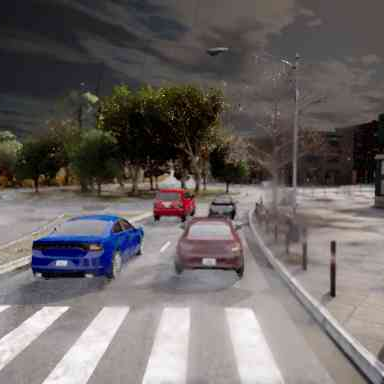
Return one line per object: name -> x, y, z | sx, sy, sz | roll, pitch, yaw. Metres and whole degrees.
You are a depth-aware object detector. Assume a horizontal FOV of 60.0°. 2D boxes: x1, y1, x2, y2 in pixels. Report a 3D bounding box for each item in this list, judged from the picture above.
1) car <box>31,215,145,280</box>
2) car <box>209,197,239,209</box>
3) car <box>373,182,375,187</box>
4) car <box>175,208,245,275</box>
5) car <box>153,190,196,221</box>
car -> -2.718, 1.411, 9.823 | 1.882, 1.535, 5.008 | 0, 0, 4
car -> 2.369, 1.081, 24.688 | 2.128, 1.511, 4.902 | 1, 2, 10
car -> 39.230, -1.936, 67.944 | 2.185, 1.767, 4.553 | -1, 4, -11
car -> 0.562, 1.469, 10.221 | 1.812, 1.442, 4.674 | 0, 1, 4
car -> -1.140, 0.842, 23.572 | 2.150, 2.045, 5.566 | 1, 3, 9
